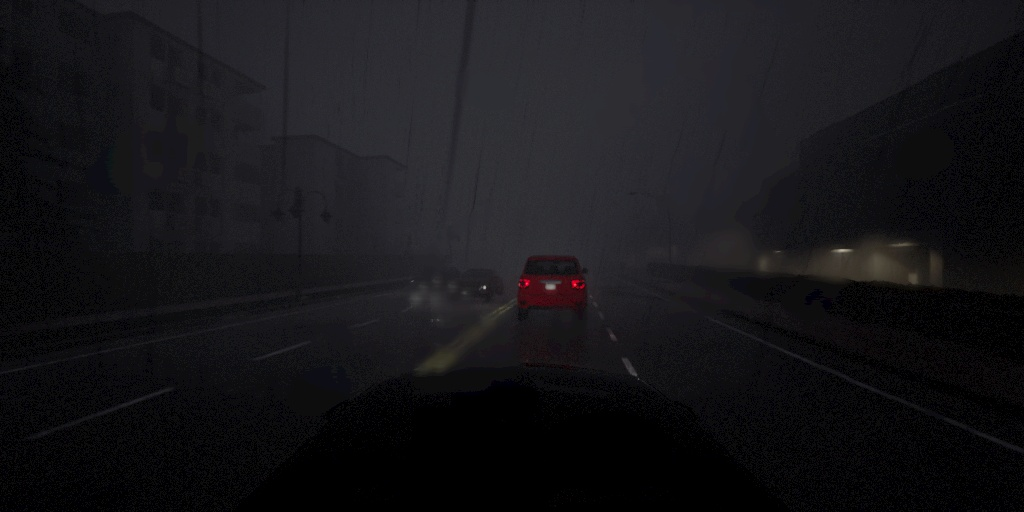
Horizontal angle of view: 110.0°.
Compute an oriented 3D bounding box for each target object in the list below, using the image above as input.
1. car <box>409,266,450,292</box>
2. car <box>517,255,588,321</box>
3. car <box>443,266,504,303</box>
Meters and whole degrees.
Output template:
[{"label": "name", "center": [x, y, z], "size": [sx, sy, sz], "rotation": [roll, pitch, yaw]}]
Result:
[{"label": "car", "center": [-4.355, 1.320, 21.960], "size": [2.033, 1.411, 5.357], "rotation": [0, 0, 9]}, {"label": "car", "center": [1.534, 1.007, 12.975], "size": [2.150, 2.045, 5.566], "rotation": [0, 0, 9]}, {"label": "car", "center": [-1.549, 1.305, 17.270], "size": [1.812, 1.442, 4.674], "rotation": [0, 0, 9]}]
